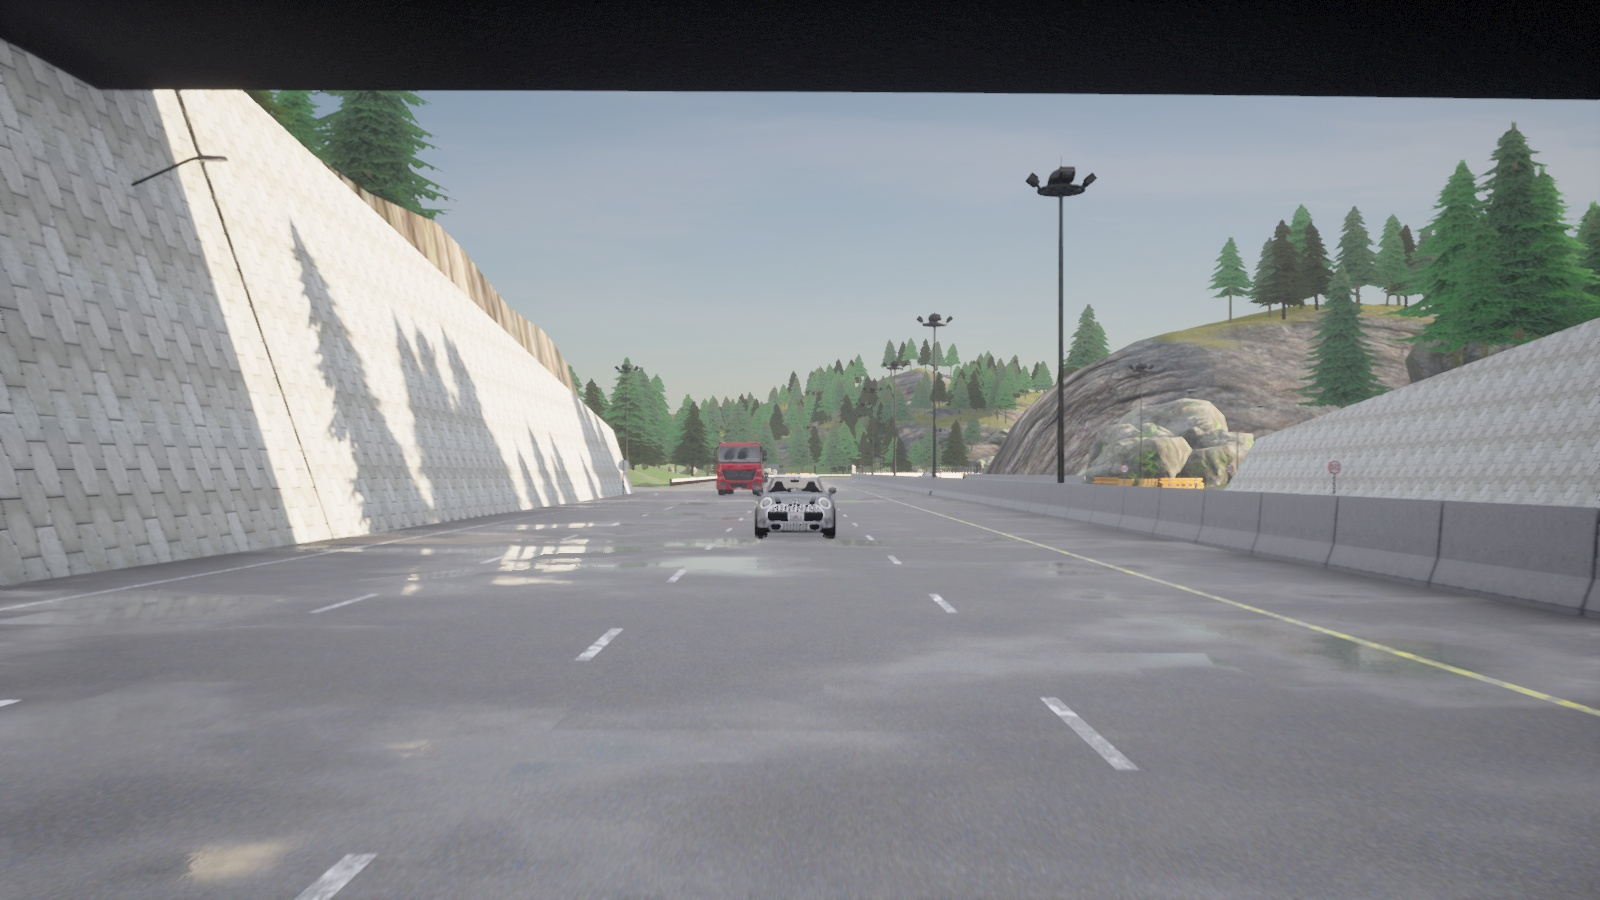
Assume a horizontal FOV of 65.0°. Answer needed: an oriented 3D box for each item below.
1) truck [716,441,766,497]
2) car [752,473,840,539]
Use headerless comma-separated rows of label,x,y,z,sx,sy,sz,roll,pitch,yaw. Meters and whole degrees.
truck,-3.783,1.219,81.935,2.891,3.462,7.936,0,-1,0
car,-0.101,1.283,30.033,1.970,1.475,3.806,0,-1,0
